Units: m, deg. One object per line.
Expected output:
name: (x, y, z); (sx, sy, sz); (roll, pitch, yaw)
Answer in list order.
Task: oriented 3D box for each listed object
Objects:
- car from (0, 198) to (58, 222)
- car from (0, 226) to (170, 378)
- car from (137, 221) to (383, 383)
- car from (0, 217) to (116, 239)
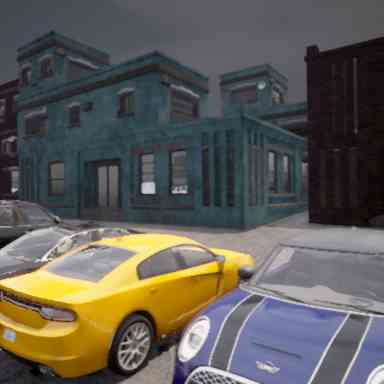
car: (-5.037, 1.226, 8.985); (2.435, 2.045, 5.566); (0, 0, 35)
car: (-0.635, 1.479, 5.801); (2.097, 1.535, 5.008); (0, 0, 36)
car: (1.750, 1.354, 4.144); (2.185, 1.767, 4.553); (0, 0, 36)
car: (-2.789, 1.479, 7.353); (2.231, 1.521, 4.892); (0, 0, 36)
